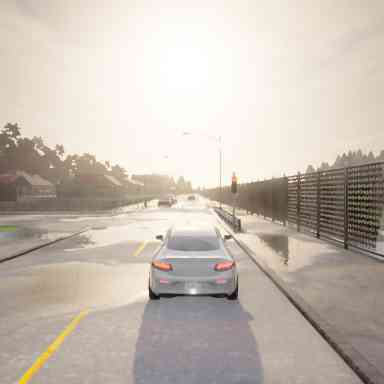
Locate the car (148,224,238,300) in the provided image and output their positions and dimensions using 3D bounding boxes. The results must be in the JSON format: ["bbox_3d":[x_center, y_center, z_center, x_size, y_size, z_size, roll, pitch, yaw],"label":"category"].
[{"bbox_3d":[0.037,1.526,8.268,1.812,1.442,4.674,0,0,0],"label":"car"}]

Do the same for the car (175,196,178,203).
[{"bbox_3d":[-4.195,1.352,61.740,2.097,1.767,4.553,0,0,0],"label":"car"}]

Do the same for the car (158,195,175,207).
[{"bbox_3d":[-4.205,1.478,51.810,1.882,1.535,5.008,0,0,0],"label":"car"}]

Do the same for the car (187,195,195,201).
[{"bbox_3d":[-0.190,1.478,86.391,1.882,1.535,5.008,0,0,0],"label":"car"}]

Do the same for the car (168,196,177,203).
[{"bbox_3d":[-4.153,1.524,71.654,1.812,1.442,4.674,0,0,0],"label":"car"}]
